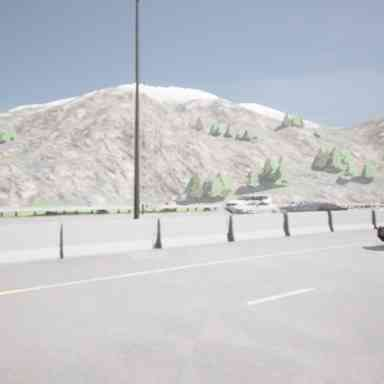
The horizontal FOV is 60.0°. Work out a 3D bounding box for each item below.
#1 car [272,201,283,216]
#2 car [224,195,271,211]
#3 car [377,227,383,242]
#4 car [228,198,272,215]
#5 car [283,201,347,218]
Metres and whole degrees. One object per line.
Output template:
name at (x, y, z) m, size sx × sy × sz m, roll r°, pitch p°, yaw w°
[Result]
car at (10.127, 1.572, 30.006) m, size 4.902 × 1.511 × 2.128 m, roll 0°, pitch 0°, yaw -26°
car at (6.202, 1.292, 35.882) m, size 5.566 × 2.045 × 2.150 m, roll 0°, pitch 0°, yaw -26°
car at (10.003, 1.662, 13.931) m, size 4.718 × 1.301 × 1.895 m, roll 0°, pitch 0°, yaw -29°
car at (6.208, 1.591, 31.926) m, size 4.674 × 1.442 × 1.812 m, roll 0°, pitch 0°, yaw -27°
car at (9.919, 1.553, 25.977) m, size 5.008 × 1.535 × 1.882 m, roll 0°, pitch 0°, yaw -27°
